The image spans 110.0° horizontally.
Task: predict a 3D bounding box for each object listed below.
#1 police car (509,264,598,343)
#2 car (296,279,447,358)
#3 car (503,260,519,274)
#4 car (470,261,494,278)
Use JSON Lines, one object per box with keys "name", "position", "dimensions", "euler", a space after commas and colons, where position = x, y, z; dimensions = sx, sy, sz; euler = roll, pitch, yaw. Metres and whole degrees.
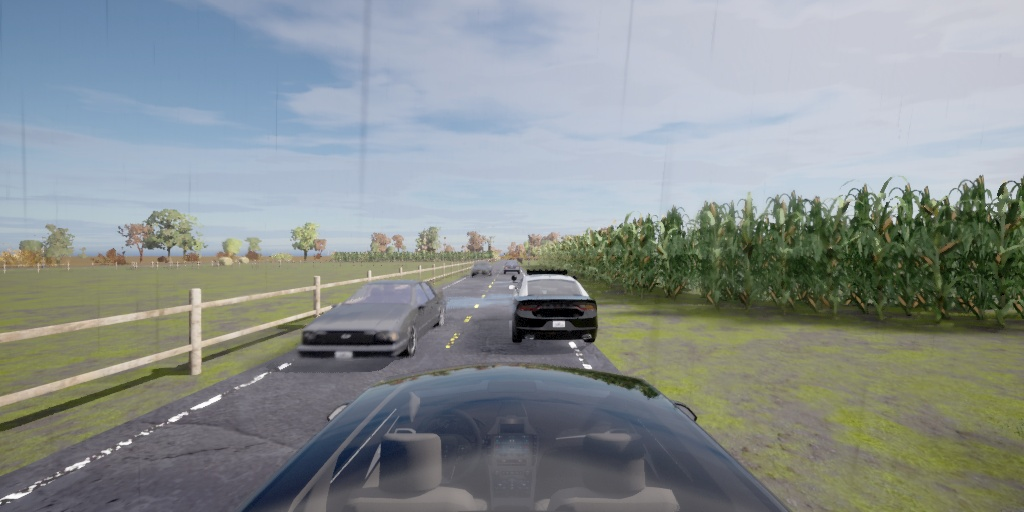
{"name": "police car", "position": [0.942, 1.175, 9.840], "dimensions": [1.930, 1.638, 5.238], "euler": [0, 0, 0]}
{"name": "car", "position": [-2.869, 1.297, 8.768], "dimensions": [2.033, 1.411, 5.357], "euler": [0, 0, 0]}
{"name": "car", "position": [-0.017, 1.298, 40.681], "dimensions": [2.033, 1.411, 5.357], "euler": [0, 0, 0]}
{"name": "car", "position": [-2.837, 1.255, 34.299], "dimensions": [1.837, 1.490, 4.892], "euler": [0, 0, 0]}
